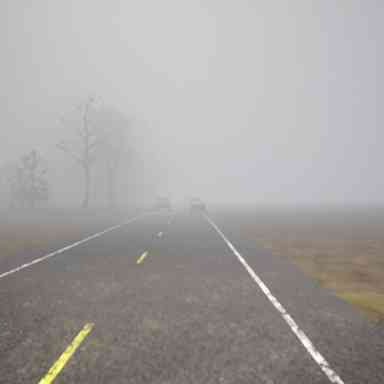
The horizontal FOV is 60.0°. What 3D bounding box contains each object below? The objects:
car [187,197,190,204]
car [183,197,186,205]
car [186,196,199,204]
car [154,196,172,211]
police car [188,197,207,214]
[{"bbox_3d":[0.588,1.918,50.430,1.882,1.535,5.008,0,-1,-1],"label":"car"},{"bbox_3d":[-1.008,1.932,75.130,2.097,1.767,4.553,0,-1,-2],"label":"car"},{"bbox_3d":[0.474,1.720,56.467,2.150,2.045,5.566,0,-1,-1],"label":"car"},{"bbox_3d":[-3.986,1.630,46.792,2.150,2.045,5.566,0,-1,-1],"label":"car"},{"bbox_3d":[0.750,1.774,40.532,1.930,1.638,5.238,0,-1,-1],"label":"police car"}]
